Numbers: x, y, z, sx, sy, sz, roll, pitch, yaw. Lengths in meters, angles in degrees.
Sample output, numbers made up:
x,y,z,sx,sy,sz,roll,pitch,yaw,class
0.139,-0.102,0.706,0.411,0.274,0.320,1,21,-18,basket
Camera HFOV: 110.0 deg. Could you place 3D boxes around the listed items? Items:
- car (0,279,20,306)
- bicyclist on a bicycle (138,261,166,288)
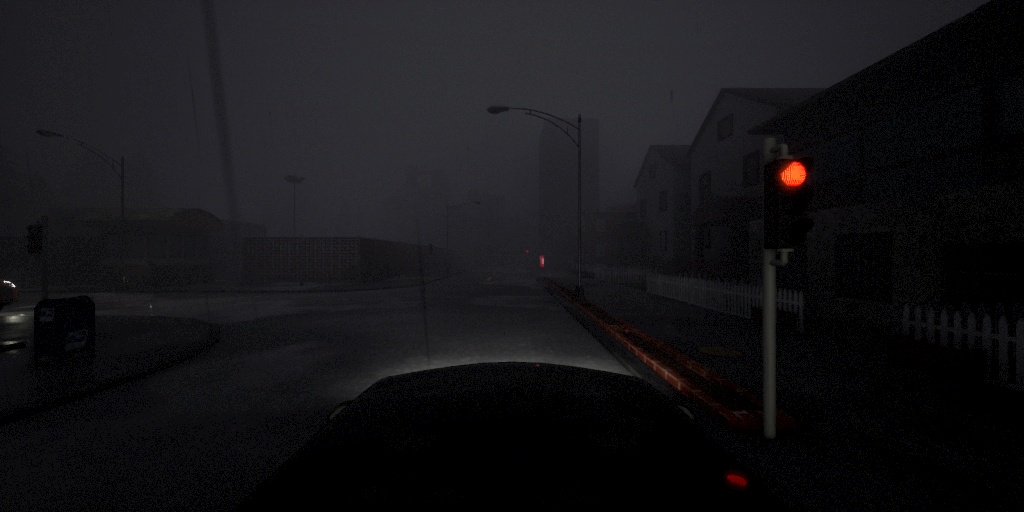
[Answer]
x,y,z,sx,sy,sz,roll,pitch,yaw,class
-21.594,1.102,13.299,4.553,1.767,2.097,0,0,0,car
-21.746,1.099,21.692,0.582,1.620,1.656,0,0,0,bicyclist on a bicycle
